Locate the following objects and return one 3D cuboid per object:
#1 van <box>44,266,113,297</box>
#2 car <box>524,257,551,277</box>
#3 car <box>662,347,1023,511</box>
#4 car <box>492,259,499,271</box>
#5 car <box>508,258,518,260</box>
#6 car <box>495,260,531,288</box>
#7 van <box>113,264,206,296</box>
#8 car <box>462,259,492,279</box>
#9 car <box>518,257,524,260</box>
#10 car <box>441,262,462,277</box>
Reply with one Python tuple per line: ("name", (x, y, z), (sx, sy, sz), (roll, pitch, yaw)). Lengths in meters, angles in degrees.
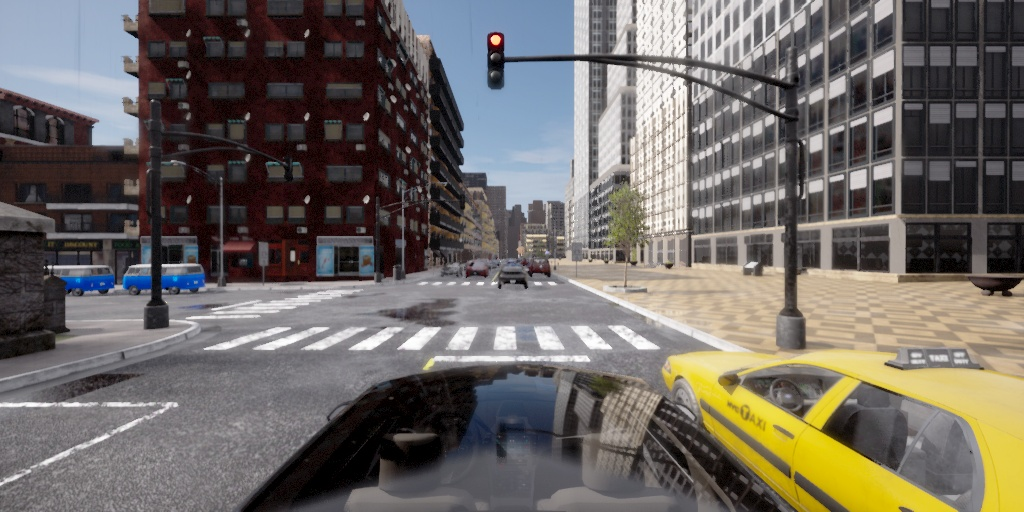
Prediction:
("van", (-26.348, 1.475, 21.439), (3.998, 1.789, 1.690), (0, 0, -1))
("car", (2.616, 1.064, 34.796), (2.192, 1.841, 5.009), (0, 0, 0))
("car", (2.690, 1.275, 2.554), (1.751, 1.417, 4.829), (0, 0, 0))
("car", (-3.197, 1.323, 49.706), (1.994, 1.385, 4.181), (0, 0, 0))
("car", (-0.141, 1.302, 63.982), (1.812, 1.442, 4.674), (0, 0, 0))
("car", (0.046, 1.257, 23.999), (1.837, 1.490, 4.892), (0, 0, 0))
("van", (-20.810, 1.385, 21.502), (3.998, 1.789, 1.690), (0, 0, -1))
("car", (-3.169, 1.226, 33.245), (1.882, 1.535, 5.008), (0, 0, 0))
("car", (2.566, 1.082, 56.901), (2.192, 1.841, 5.009), (0, 0, 0))
("car", (-5.764, 1.300, 34.777), (2.007, 1.370, 4.403), (0, 0, 0))
